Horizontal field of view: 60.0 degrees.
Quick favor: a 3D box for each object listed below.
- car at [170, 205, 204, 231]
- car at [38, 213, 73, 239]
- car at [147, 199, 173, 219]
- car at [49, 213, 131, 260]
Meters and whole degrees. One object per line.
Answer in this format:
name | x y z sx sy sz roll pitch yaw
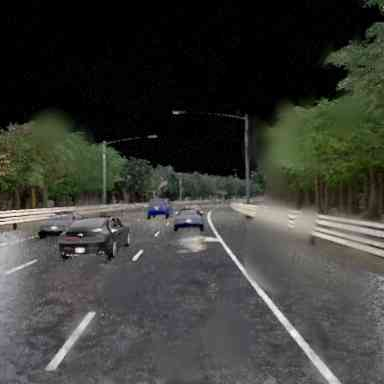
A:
car | -0.183 1.827 22.940 1.994 1.385 4.181 -1 -1 1
car | -7.194 1.880 19.383 1.994 1.385 4.181 -1 -1 0
car | -3.352 1.791 35.419 2.150 2.045 5.566 -1 -1 2
car | -3.670 1.675 13.230 1.837 1.490 4.892 -1 -1 -1
